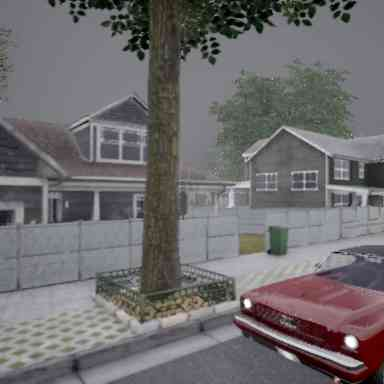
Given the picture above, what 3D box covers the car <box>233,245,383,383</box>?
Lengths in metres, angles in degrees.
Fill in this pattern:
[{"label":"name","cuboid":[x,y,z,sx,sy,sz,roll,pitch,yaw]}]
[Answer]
[{"label":"car","cuboid":[2.904,1.600,5.207,4.718,1.301,1.895,0,0,-36]}]
